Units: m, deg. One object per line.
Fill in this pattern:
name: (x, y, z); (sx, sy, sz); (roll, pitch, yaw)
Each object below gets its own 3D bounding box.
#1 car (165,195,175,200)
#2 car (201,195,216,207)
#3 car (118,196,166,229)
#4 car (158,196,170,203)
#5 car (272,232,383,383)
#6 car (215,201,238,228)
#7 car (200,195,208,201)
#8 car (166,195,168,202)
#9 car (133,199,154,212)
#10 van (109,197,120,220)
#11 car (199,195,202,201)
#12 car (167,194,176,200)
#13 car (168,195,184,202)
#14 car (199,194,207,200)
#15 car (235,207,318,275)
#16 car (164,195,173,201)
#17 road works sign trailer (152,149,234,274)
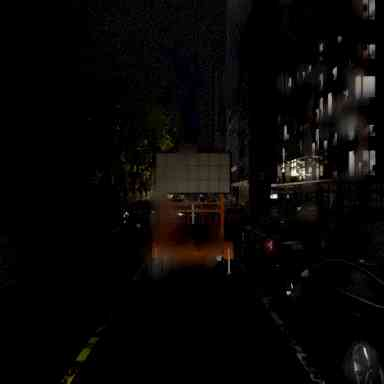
car: (-5.560, 1.398, 84.363); (2.008, 1.369, 4.403); (0, 0, 0)
car: (2.769, 1.526, 50.237); (1.802, 1.307, 4.206); (0, 0, 0)
car: (-3.069, 1.342, 21.392); (2.097, 1.767, 4.553); (0, 0, 0)
car: (-5.586, 1.452, 67.315); (2.008, 1.369, 4.403); (0, 0, 0)
car: (2.700, 1.566, 4.783); (1.947, 1.339, 4.313); (0, 0, 0)
car: (2.726, 1.515, 22.000); (1.752, 1.417, 4.829); (0, 0, 0)
car: (2.812, 1.432, 78.643); (1.947, 1.339, 4.313); (0, 0, 0)
car: (-5.603, 1.475, 55.948); (1.887, 1.381, 4.507); (0, 0, 0)
car: (-5.629, 1.547, 38.900); (1.802, 1.307, 4.206); (0, 0, 0)
van: (-5.645, 1.324, 27.534); (1.690, 1.788, 3.998); (0, 0, 0)
car: (2.795, 1.446, 67.281); (1.887, 1.381, 4.507); (0, 0, 0)
car: (-5.552, 1.379, 90.046); (2.008, 1.369, 4.403); (0, 0, 0)
car: (-2.974, 1.442, 61.843); (1.812, 1.442, 4.674); (0, 0, 0)
car: (2.829, 1.379, 90.007); (2.008, 1.369, 4.403); (0, 0, 0)
car: (2.709, 1.438, 10.464); (1.967, 1.590, 4.097); (0, 0, 0)
car: (-5.569, 1.392, 78.509); (1.752, 1.417, 4.829); (0, 0, 0)
road works sign trailer: (0.031, 0.462, 10.526); (2.380, 3.560, 2.880); (0, 0, 1)
